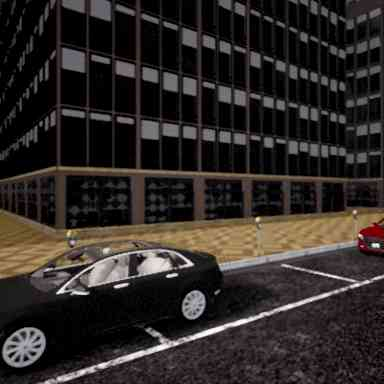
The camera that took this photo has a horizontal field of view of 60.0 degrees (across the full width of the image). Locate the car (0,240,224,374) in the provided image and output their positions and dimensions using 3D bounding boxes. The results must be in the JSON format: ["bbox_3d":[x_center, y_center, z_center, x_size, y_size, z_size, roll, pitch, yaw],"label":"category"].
[{"bbox_3d":[-1.447,1.542,5.525,4.403,1.369,2.008,0,0,-36],"label":"car"}]

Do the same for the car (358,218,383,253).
[{"bbox_3d":[7.817,1.481,12.141,4.507,1.381,1.887,0,0,-36],"label":"car"}]
